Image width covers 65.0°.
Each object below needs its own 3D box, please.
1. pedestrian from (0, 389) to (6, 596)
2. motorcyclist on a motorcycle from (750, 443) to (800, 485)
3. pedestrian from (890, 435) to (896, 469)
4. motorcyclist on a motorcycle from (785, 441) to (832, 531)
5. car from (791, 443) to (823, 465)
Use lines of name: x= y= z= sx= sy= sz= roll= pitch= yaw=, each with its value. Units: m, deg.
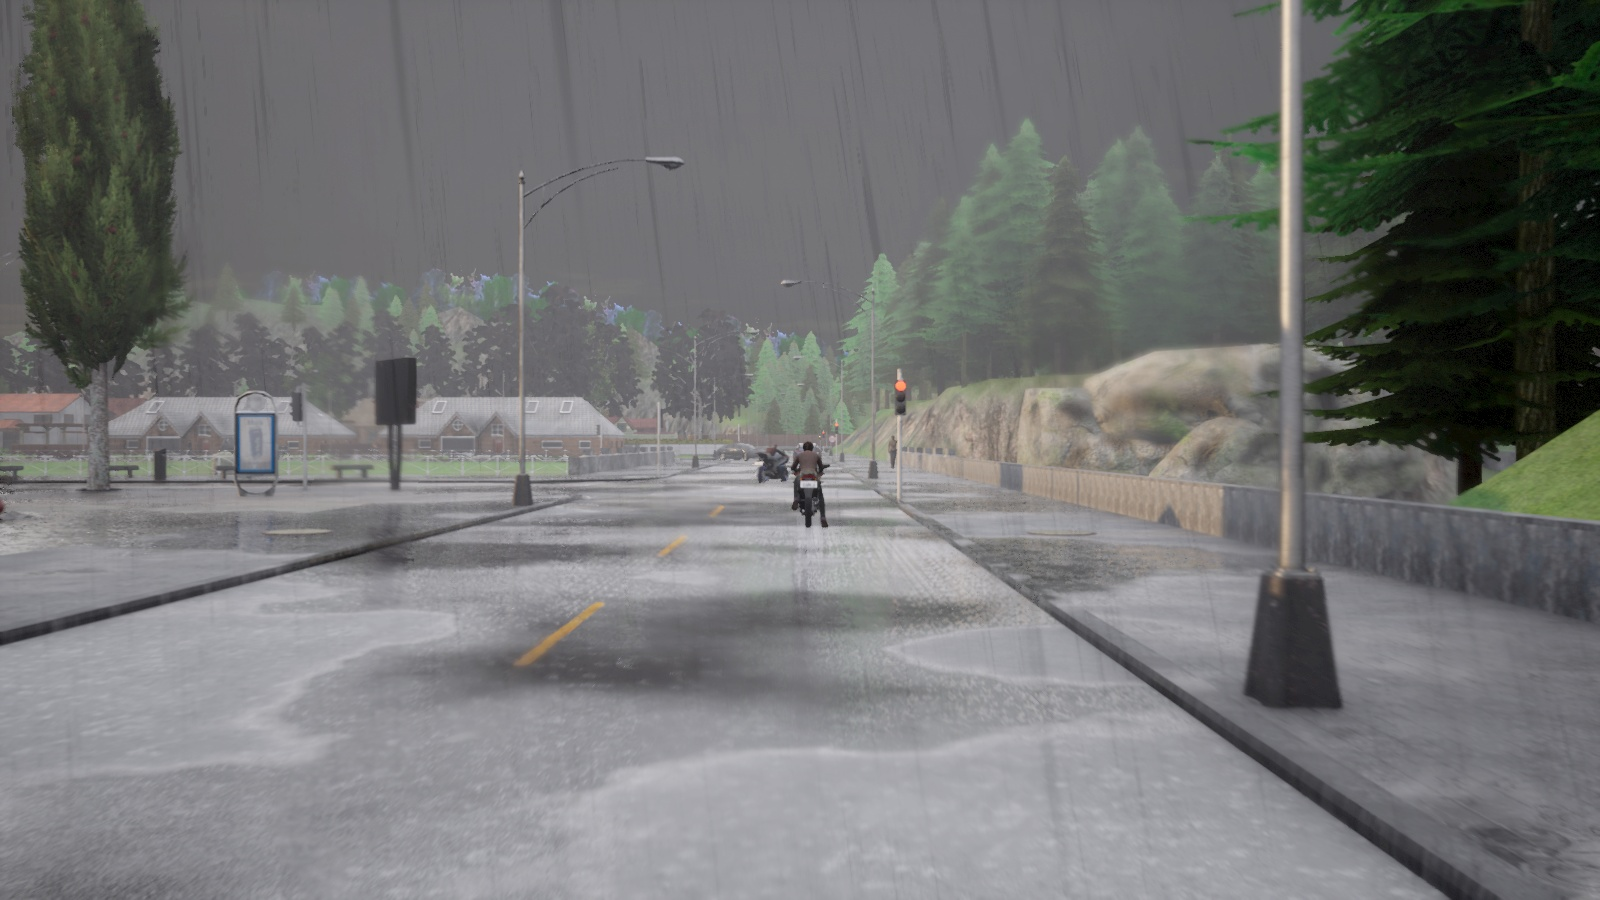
pedestrian: x=-7.280 y=0.382 z=10.875 sx=0.354 sy=1.836 sz=0.706 roll=0 pitch=0 yaw=1
motorcyclist on a motorcycle: x=-0.941 y=0.515 z=47.208 sx=0.866 sy=1.530 sz=2.191 roll=-1 pitch=0 yaw=29
pedestrian: x=4.950 y=0.084 z=66.780 sx=0.328 sy=1.805 sz=0.869 roll=0 pitch=0 yaw=4
motorcyclist on a motorcycle: x=0.145 y=0.603 z=22.233 sx=0.797 sy=1.523 sz=2.044 roll=0 pitch=0 yaw=0
car: x=0.520 y=0.255 z=87.314 sx=2.163 sy=1.488 sz=4.792 roll=0 pitch=0 yaw=0
